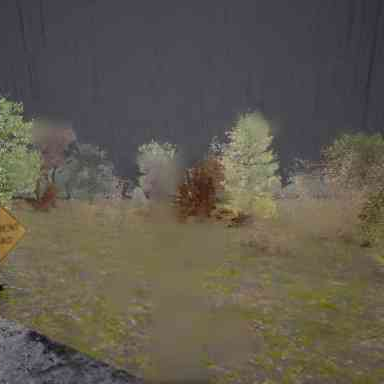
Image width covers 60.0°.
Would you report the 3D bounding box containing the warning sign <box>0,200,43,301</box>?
[{"bbox_3d":[-3.919,1.114,6.722,1.060,1.860,1.300,0,0,36],"label":"warning sign"}]
